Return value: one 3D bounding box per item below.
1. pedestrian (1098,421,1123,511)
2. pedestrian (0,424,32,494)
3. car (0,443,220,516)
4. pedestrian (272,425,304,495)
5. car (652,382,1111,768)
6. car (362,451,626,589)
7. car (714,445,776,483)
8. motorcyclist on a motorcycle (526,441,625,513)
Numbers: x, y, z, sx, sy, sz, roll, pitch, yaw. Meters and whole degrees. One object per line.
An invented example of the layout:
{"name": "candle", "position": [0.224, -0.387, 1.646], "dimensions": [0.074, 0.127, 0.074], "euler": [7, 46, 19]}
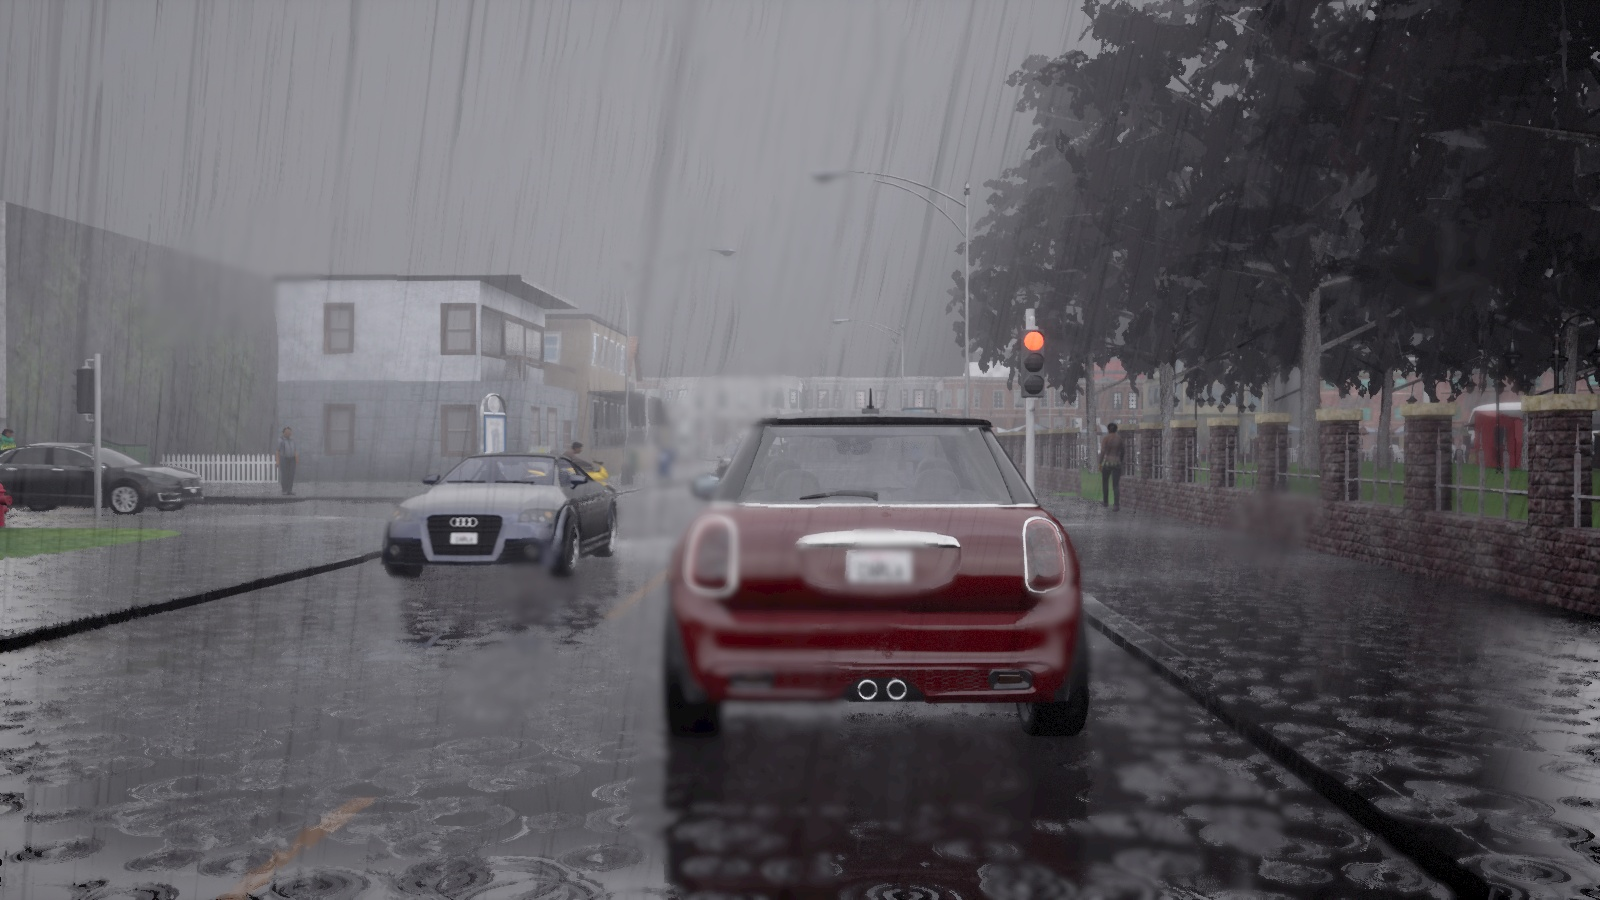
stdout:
{"name": "pedestrian", "position": [6.315, 0.317, 25.536], "dimensions": [0.328, 1.805, 0.869], "euler": [0, 0, 2]}
{"name": "pedestrian", "position": [-22.209, 0.239, 35.288], "dimensions": [0.873, 1.952, 0.659], "euler": [0, 0, 16]}
{"name": "car", "position": [-15.211, 0.588, 26.717], "dimensions": [4.892, 1.490, 1.837], "euler": [0, 0, 2]}
{"name": "pedestrian", "position": [-13.722, 0.255, 33.651], "dimensions": [0.694, 1.848, 0.540], "euler": [0, 0, 43]}
{"name": "car", "position": [0.361, 0.560, 8.016], "dimensions": [2.097, 1.767, 4.553], "euler": [0, 0, 0]}
{"name": "car", "position": [-3.434, 0.723, 14.984], "dimensions": [1.994, 1.385, 4.181], "euler": [0, 0, 2]}
{"name": "car", "position": [-2.120, 0.509, 50.148], "dimensions": [2.033, 1.411, 5.357], "euler": [0, 0, 2]}
{"name": "motorcyclist on a motorcycle", "position": [-4.840, 0.572, 27.010], "dimensions": [2.044, 1.523, 0.797], "euler": [0, -1, -14]}
